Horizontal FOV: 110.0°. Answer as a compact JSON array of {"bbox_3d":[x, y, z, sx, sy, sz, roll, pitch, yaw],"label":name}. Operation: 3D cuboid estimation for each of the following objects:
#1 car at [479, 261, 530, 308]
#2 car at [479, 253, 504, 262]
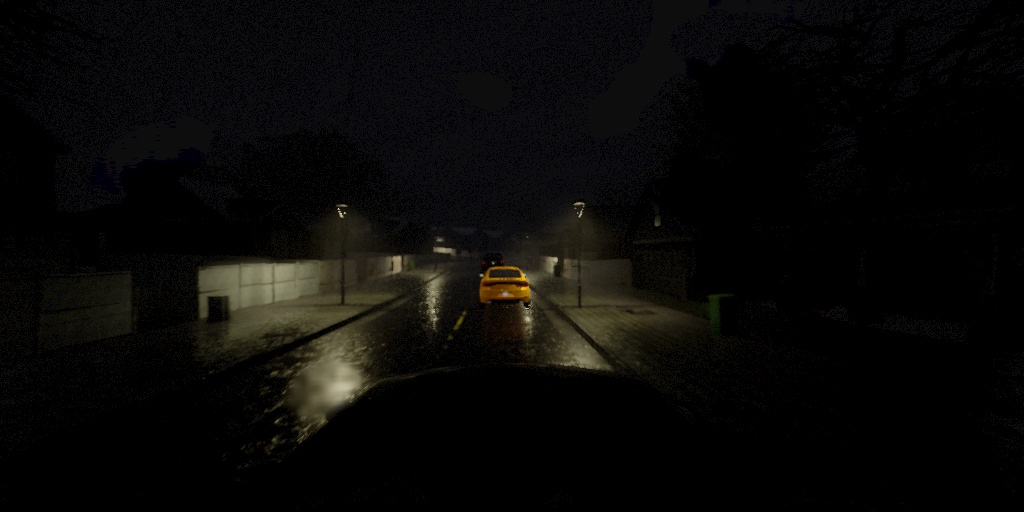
[{"bbox_3d":[-0.361,1.179,15.133,1.882,1.535,5.008,0,0,-3],"label":"car"},{"bbox_3d":[-1.876,0.683,34.045,2.150,2.045,5.566,0,1,-5],"label":"car"}]
